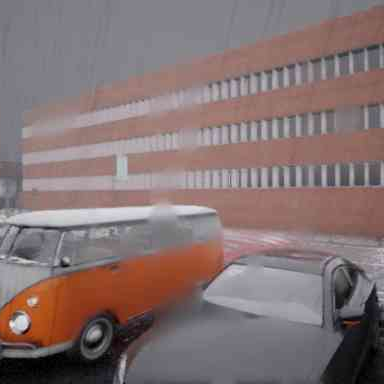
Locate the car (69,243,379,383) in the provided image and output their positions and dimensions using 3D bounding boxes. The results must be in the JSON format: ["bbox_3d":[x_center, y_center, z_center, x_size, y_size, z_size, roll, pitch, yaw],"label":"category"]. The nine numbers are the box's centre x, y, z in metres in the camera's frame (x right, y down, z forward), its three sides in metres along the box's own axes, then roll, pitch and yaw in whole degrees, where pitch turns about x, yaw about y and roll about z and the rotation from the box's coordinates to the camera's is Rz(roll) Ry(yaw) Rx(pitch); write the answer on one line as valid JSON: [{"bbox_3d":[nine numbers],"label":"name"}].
[{"bbox_3d":[1.132,1.520,4.191,2.002,1.452,4.674,0,0,36],"label":"car"}]

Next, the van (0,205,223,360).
[{"bbox_3d":[-1.236,1.254,5.737,1.878,1.987,4.442,0,0,36],"label":"van"}]
